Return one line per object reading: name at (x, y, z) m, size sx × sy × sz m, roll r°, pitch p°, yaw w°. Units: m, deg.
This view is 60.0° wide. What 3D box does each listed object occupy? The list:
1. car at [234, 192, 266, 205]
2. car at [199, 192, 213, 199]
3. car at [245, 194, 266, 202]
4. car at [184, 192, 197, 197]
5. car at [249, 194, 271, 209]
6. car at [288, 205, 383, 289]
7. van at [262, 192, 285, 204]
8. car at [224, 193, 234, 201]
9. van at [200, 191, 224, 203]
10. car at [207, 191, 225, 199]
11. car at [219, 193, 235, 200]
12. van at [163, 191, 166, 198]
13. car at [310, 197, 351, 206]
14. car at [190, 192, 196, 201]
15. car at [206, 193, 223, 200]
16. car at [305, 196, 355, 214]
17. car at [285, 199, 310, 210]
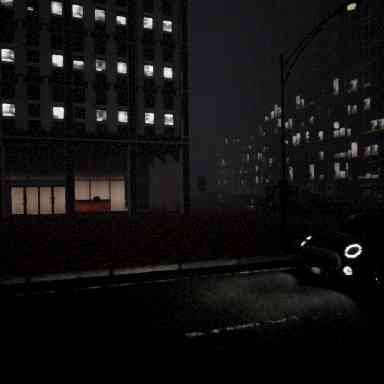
car at (8.631, 0.997, 49.006) m, size 2.097 × 1.767 × 4.553 m, roll -1°, pitch 1°, yaw -20°
car at (3.450, 0.705, 80.300) m, size 1.967 × 1.590 × 4.097 m, roll 0°, pitch 1°, yaw -20°
car at (11.188, 1.059, 58.924) m, size 1.802 × 1.307 × 4.206 m, roll 0°, pitch 1°, yaw -20°
car at (-0.418, 0.709, 90.990) m, size 2.008 × 1.369 × 4.403 m, roll 0°, pitch 1°, yaw -20°
car at (9.061, 1.331, 40.025) m, size 1.947 × 1.339 × 4.313 m, roll 0°, pitch 1°, yaw -20°
car at (5.168, 1.349, 9.060) m, size 4.553 × 1.767 × 2.097 m, roll 0°, pitch 0°, yaw -21°
van at (13.121, 0.870, 53.577) m, size 1.690 × 1.788 × 3.998 m, roll 0°, pitch 1°, yaw -20°
car at (7.974, 1.023, 60.173) m, size 1.812 × 1.442 × 4.674 m, roll -1°, pitch 1°, yaw -20°
van at (3.308, 0.952, 56.071) m, size 1.690 × 1.788 × 3.998 m, roll 0°, pitch 1°, yaw -20°
car at (5.384, 0.633, 74.955) m, size 2.192 × 1.841 × 5.009 m, roll 0°, pitch 1°, yaw -20°
car at (7.320, 0.953, 69.614) m, size 1.802 × 1.307 × 4.206 m, roll 0°, pitch 1°, yaw -20°
van at (-6.364, 0.687, 82.793) m, size 1.690 × 1.788 × 3.998 m, roll 0°, pitch 1°, yaw -20°
car at (12.858, 1.434, 29.309) m, size 1.947 × 1.339 × 4.313 m, roll 0°, pitch 1°, yaw -20°
car at (-0.560, 1.056, 66.763) m, size 2.008 × 1.369 × 4.403 m, roll 0°, pitch 1°, yaw -20°
car at (4.559, 0.930, 69.609) m, size 1.812 × 1.442 × 4.674 m, roll -1°, pitch 1°, yaw -20°
car at (14.003, 1.266, 34.114) m, size 1.882 × 1.535 × 5.008 m, roll -1°, pitch 1°, yaw -20°
car at (10.940, 1.399, 34.661) m, size 1.802 × 1.307 × 4.206 m, roll 0°, pitch 1°, yaw -20°
